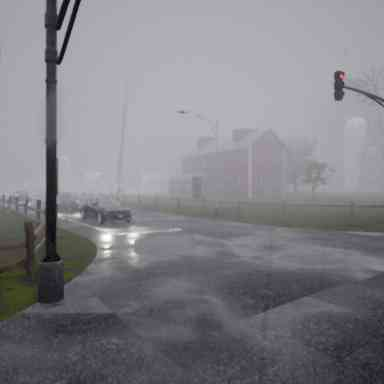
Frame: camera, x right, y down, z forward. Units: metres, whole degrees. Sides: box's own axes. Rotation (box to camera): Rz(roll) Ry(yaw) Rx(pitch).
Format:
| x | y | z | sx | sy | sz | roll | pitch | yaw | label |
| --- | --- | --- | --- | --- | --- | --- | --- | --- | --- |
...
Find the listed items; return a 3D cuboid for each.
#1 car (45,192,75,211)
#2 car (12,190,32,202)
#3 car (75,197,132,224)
| x | y | z | sx | sy | sz | roll | pitch | yaw | label |
| --- | --- | --- | --- | --- | --- | --- | --- | --- | --- |
| -11.296 | 0.805 | 29.039 | 2.097 | 1.767 | 4.553 | 0 | 0 | -35 | car |
| -24.406 | 0.504 | 47.635 | 2.097 | 1.767 | 4.553 | 0 | 1 | -35 | car |
| -5.453 | 1.062 | 20.812 | 1.882 | 1.535 | 5.008 | 0 | 1 | -35 | car |
